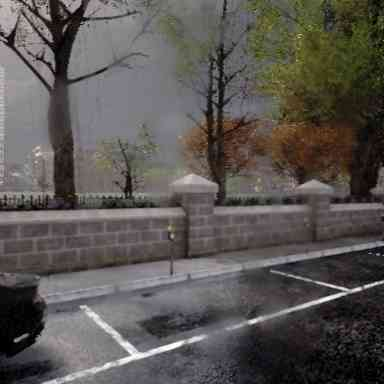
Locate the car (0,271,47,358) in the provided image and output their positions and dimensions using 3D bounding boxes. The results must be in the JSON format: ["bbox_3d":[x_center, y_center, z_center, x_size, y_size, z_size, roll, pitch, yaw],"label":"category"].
[{"bbox_3d":[-4.017,1.539,3.696,4.403,1.369,2.008,1,-1,-36],"label":"car"}]
